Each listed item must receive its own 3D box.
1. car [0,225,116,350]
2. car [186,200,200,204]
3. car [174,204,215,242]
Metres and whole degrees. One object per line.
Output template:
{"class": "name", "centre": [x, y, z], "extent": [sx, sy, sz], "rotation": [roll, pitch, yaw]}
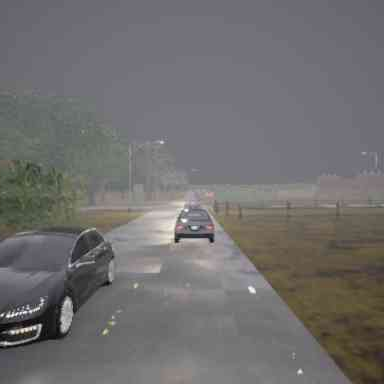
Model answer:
{"class": "car", "centre": [-2.833, 1.501, 6.611], "extent": [1.837, 1.490, 4.892], "rotation": [0, 0, 0]}
{"class": "car", "centre": [0.106, 1.543, 33.865], "extent": [2.033, 1.411, 5.357], "rotation": [0, 0, 0]}
{"class": "car", "centre": [0.099, 1.538, 16.351], "extent": [2.033, 1.411, 5.357], "rotation": [0, 0, 0]}
